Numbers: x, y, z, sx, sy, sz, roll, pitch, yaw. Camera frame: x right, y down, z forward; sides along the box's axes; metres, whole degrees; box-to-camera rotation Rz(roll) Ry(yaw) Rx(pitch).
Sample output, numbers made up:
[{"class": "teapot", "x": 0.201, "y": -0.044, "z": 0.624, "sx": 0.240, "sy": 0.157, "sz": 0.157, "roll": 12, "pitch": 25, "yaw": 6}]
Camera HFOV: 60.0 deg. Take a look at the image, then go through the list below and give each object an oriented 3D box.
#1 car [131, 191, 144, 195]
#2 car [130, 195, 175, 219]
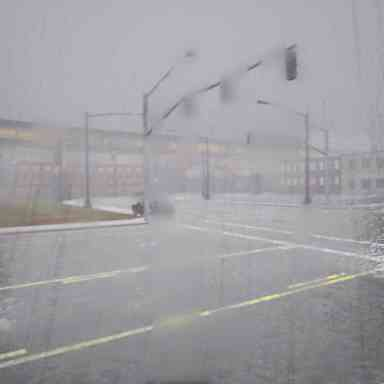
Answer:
[{"class": "car", "x": -11.609, "y": 0.556, "z": 72.848, "sx": 1.837, "sy": 1.490, "sz": 4.892, "roll": 0, "pitch": 1, "yaw": 24}, {"class": "car", "x": -2.835, "y": 1.139, "z": 23.457, "sx": 1.895, "sy": 1.301, "sz": 4.718, "roll": -1, "pitch": 1, "yaw": -25}]
